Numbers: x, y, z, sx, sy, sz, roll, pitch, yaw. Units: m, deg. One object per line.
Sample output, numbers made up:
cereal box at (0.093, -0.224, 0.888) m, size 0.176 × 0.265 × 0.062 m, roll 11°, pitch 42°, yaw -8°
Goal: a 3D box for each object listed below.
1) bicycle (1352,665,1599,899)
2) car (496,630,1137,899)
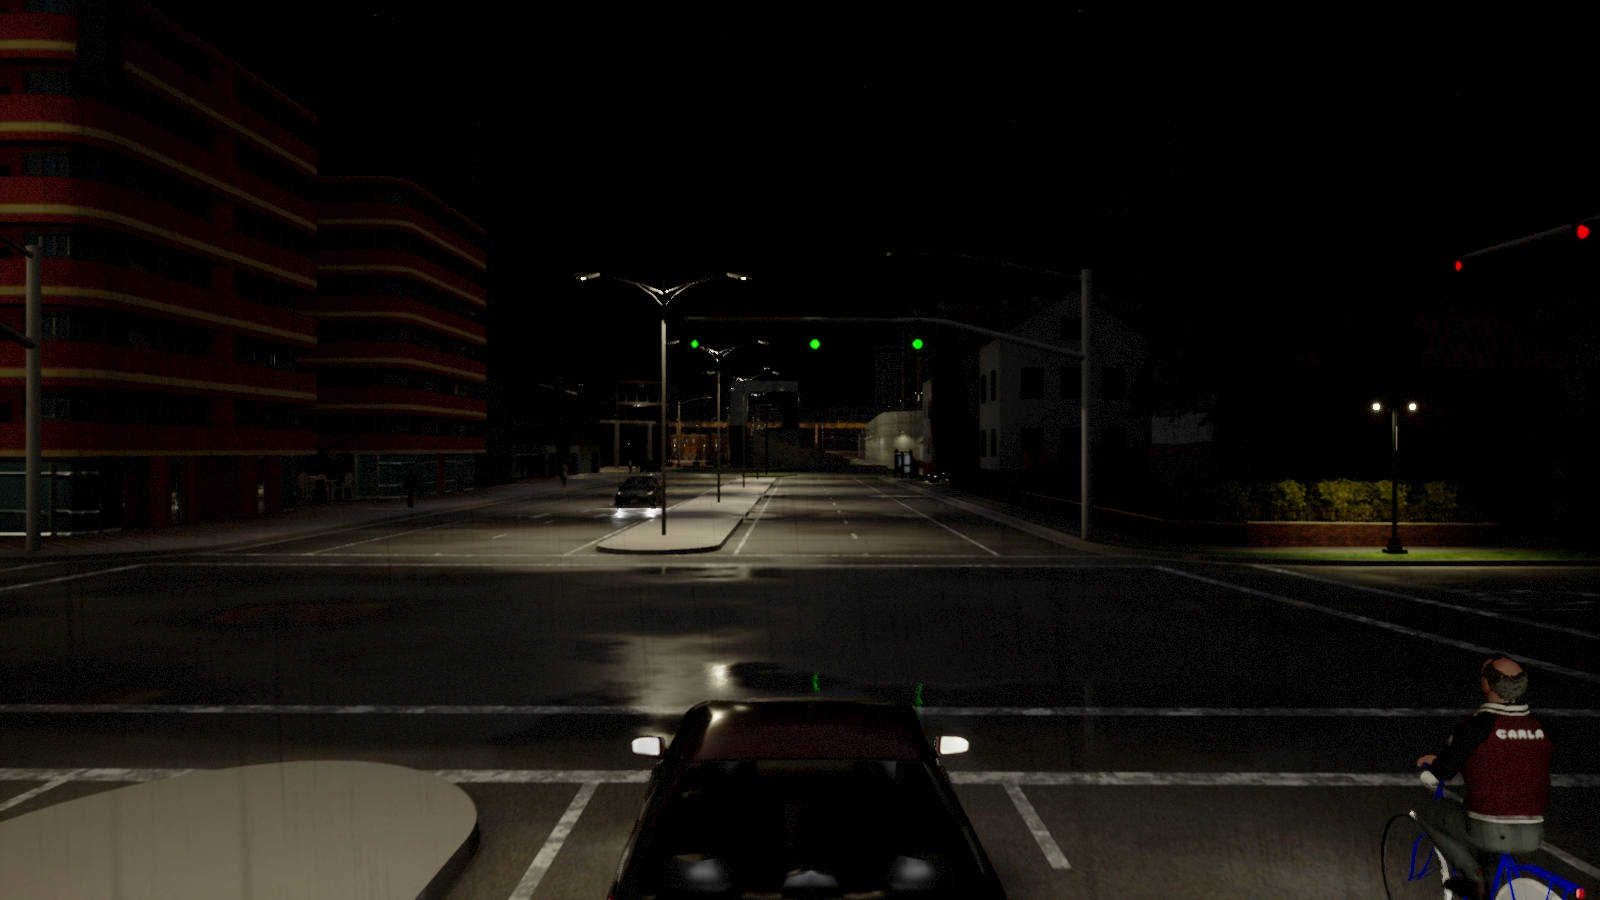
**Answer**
bicycle at (3.498, 2.048, 5.985) m, size 0.329 × 1.496 × 1.835 m, roll 0°, pitch 0°, yaw 0°
car at (0.019, 2.040, 5.829) m, size 2.007 × 1.525 × 4.514 m, roll 0°, pitch 0°, yaw -1°
